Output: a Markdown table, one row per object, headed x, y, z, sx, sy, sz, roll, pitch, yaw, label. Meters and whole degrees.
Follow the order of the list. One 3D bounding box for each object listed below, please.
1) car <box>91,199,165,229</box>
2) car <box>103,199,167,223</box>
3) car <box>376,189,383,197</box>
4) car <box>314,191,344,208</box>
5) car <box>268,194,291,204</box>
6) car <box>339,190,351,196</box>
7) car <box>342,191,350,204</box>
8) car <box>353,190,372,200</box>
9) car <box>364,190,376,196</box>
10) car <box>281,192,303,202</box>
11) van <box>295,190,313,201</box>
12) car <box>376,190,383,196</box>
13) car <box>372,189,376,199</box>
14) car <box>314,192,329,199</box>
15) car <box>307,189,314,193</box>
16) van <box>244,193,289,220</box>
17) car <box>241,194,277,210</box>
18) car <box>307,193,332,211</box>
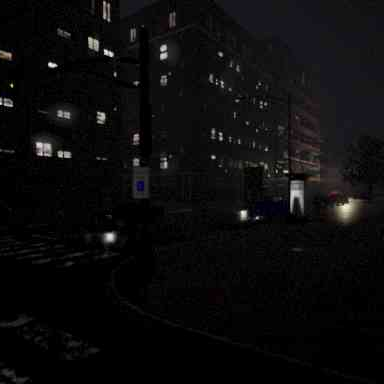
| x | y | z | sx | sy | sz | roll | pitch | yaw | label |
| --- | --- | --- | --- | --- | --- | --- | --- | --- | --- |
| -3.781 | 1.247 | 20.192 | 1.882 | 1.535 | 5.008 | 0 | 1 | 36 | car |
| -4.022 | 1.269 | 24.072 | 1.887 | 1.381 | 4.507 | 1 | 1 | 36 | car |
| 41.652 | 0.348 | 74.435 | 1.887 | 1.381 | 4.507 | 1 | 1 | 36 | car |
| 15.363 | 0.972 | 37.646 | 1.887 | 1.381 | 4.507 | 1 | 1 | 36 | car |
| 12.391 | 0.919 | 47.042 | 1.802 | 1.307 | 4.206 | 1 | 1 | 36 | car |
| 38.652 | 0.264 | 83.791 | 2.008 | 1.369 | 4.403 | 1 | 1 | 36 | car |
| 18.650 | 0.916 | 42.245 | 1.947 | 1.339 | 4.313 | 1 | 1 | 36 | car |
| 28.508 | 0.556 | 56.038 | 1.967 | 1.590 | 4.097 | 1 | 1 | 36 | car |
| 44.045 | 0.207 | 82.211 | 1.994 | 1.385 | 4.181 | 0 | 1 | 36 | car |
| 15.575 | 0.787 | 51.496 | 1.752 | 1.417 | 4.829 | 1 | 1 | 36 | car |
| 18.958 | 0.523 | 56.224 | 1.690 | 1.788 | 3.998 | 1 | 1 | 36 | van |
| 44.938 | 0.308 | 79.034 | 1.802 | 1.307 | 4.206 | 1 | 1 | 36 | car |
| 31.794 | 0.583 | 60.639 | 1.887 | 1.381 | 4.507 | 1 | 1 | 36 | car |
| 25.522 | 0.608 | 65.416 | 1.802 | 1.307 | 4.206 | 1 | 1 | 36 | car |
| 16.374 | 0.265 | 48.219 | 2.097 | 1.767 | 4.553 | 0 | 1 | 36 | car |
| 5.506 | 1.001 | 23.846 | 1.690 | 1.788 | 3.998 | 1 | 1 | 36 | van |
| 7.270 | 0.986 | 35.638 | 1.882 | 1.535 | 5.008 | 0 | 1 | 36 | car |
| 12.077 | 1.071 | 33.048 | 1.947 | 1.339 | 4.313 | 1 | 1 | 36 | car |
